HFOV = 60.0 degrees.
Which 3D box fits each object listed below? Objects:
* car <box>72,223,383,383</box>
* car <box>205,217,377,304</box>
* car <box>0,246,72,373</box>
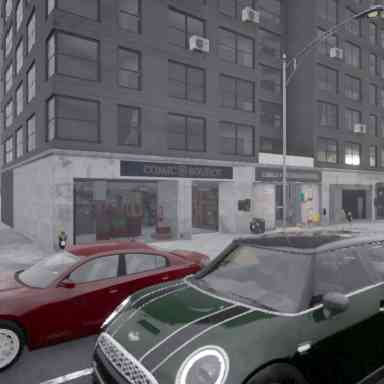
[{"bbox_3d":[1.140,1.352,4.197,4.553,1.767,2.097,0,0,-36],"label":"car"},{"bbox_3d":[2.791,1.525,8.768,4.829,1.417,1.752,0,0,-36],"label":"car"},{"bbox_3d":[-1.682,1.545,5.569,4.507,1.381,1.887,0,0,-36],"label":"car"}]
